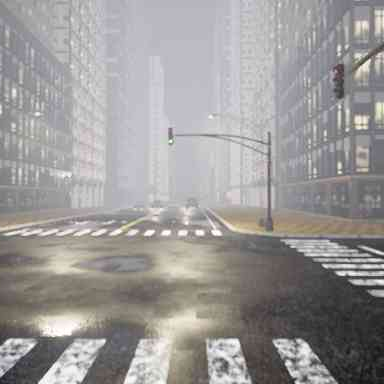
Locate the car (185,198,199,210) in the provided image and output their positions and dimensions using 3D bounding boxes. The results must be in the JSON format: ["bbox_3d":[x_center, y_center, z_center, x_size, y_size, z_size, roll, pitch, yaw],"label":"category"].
[{"bbox_3d":[0.021,2.014,58.610,2.150,2.045,5.566,0,-1,0],"label":"car"}]

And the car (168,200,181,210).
[{"bbox_3d":[-3.229,2.394,58.605,1.895,1.301,4.718,0,-1,0],"label":"car"}]

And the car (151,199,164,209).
[{"bbox_3d":[-6.478,2.209,62.778,2.097,1.767,4.553,0,-1,0],"label":"car"}]

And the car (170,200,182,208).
[{"bbox_3d":[-3.226,2.439,68.577,2.128,1.511,4.902,0,-1,0],"label":"car"}]

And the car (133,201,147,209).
[{"bbox_3d":[-9.728,2.404,62.746,2.033,1.411,5.357,0,-1,0],"label":"car"}]
